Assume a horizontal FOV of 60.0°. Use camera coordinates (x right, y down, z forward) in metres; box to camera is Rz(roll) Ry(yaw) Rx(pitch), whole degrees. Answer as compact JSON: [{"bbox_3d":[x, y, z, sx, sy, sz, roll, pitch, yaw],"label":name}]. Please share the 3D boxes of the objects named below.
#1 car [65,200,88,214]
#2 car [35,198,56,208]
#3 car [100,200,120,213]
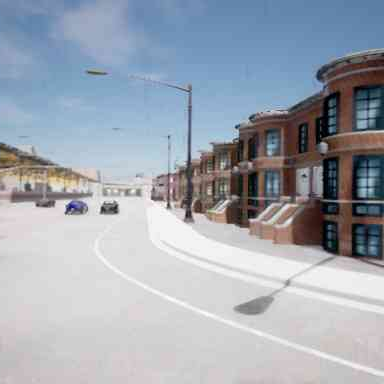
[{"bbox_3d":[-12.823,1.659,37.152,1.812,1.442,4.674,1,0,-8],"label":"car"},{"bbox_3d":[-21.846,1.594,49.672,1.882,1.535,5.008,1,-1,-8],"label":"car"},{"bbox_3d":[-9.531,1.678,38.757,2.128,1.511,4.902,1,0,-8],"label":"car"}]
